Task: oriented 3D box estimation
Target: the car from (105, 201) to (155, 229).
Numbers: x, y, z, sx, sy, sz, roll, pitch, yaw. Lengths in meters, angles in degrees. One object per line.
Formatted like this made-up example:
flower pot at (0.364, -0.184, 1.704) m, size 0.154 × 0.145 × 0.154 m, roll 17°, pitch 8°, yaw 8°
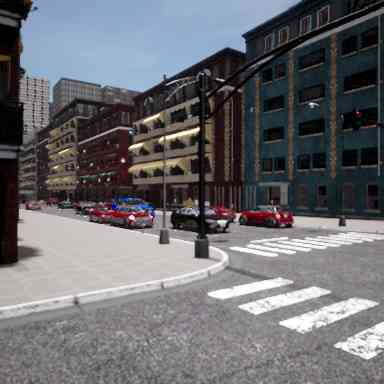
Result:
car at (-4.405, 1.721, 24.061) m, size 1.967 × 1.590 × 4.097 m, roll -1°, pitch 0°, yaw -35°

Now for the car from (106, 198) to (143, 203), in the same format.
car at (-5.380, 1.579, 29.765) m, size 2.150 × 2.045 × 5.566 m, roll 0°, pitch -1°, yaw -35°

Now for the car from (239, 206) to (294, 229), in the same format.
car at (5.227, 1.687, 24.064) m, size 1.967 × 1.590 × 4.097 m, roll -1°, pitch 0°, yaw -35°

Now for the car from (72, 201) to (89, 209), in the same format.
car at (-20.256, 2.375, 60.406) m, size 1.802 × 1.307 × 4.206 m, roll -1°, pitch 0°, yaw -35°

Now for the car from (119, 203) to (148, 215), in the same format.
car at (-7.517, 2.087, 42.232) m, size 1.947 × 1.339 × 4.313 m, roll -1°, pitch 0°, yaw -35°

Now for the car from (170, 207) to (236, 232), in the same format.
car at (0.406, 1.724, 21.505) m, size 2.128 × 1.511 × 4.902 m, roll 0°, pitch -1°, yaw -35°

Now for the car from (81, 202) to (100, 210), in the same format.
car at (-17.071, 2.307, 55.863) m, size 1.802 × 1.307 × 4.206 m, roll -1°, pitch 0°, yaw -35°

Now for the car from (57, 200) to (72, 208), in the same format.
car at (-26.626, 2.478, 69.493) m, size 2.008 × 1.369 × 4.403 m, roll -1°, pitch 0°, yaw -35°

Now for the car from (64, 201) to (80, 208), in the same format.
car at (-23.441, 2.426, 64.950) m, size 1.947 × 1.339 × 4.313 m, roll -1°, pitch 0°, yaw -35°

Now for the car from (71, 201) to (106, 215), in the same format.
car at (-12.545, 2.002, 40.017) m, size 2.128 × 1.511 × 4.902 m, roll 0°, pitch -1°, yaw -35°

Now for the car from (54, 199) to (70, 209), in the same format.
car at (-22.645, 2.354, 59.532) m, size 1.994 × 1.385 × 4.181 m, roll 0°, pitch -1°, yaw -35°

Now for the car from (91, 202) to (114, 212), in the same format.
car at (-13.887, 2.208, 51.319) m, size 2.008 × 1.369 × 4.403 m, roll -1°, pitch 0°, yaw -35°

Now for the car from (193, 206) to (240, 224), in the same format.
car at (2.041, 1.898, 28.604) m, size 1.802 × 1.307 × 4.206 m, roll -1°, pitch 0°, yaw -35°

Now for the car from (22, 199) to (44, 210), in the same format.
car at (-26.699, 2.198, 55.867) m, size 1.967 × 1.590 × 4.097 m, roll -1°, pitch 0°, yaw -35°

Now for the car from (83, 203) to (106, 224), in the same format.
car at (-7.588, 1.931, 28.604) m, size 1.802 × 1.307 × 4.206 m, roll -1°, pitch 0°, yaw -35°

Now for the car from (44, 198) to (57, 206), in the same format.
car at (-32.999, 2.377, 78.582) m, size 2.192 × 1.841 × 5.009 m, roll -1°, pitch 0°, yaw -35°

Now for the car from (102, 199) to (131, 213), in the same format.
car at (-10.705, 1.904, 46.777) m, size 2.192 × 1.841 × 5.009 m, roll -1°, pitch 0°, yaw -35°
